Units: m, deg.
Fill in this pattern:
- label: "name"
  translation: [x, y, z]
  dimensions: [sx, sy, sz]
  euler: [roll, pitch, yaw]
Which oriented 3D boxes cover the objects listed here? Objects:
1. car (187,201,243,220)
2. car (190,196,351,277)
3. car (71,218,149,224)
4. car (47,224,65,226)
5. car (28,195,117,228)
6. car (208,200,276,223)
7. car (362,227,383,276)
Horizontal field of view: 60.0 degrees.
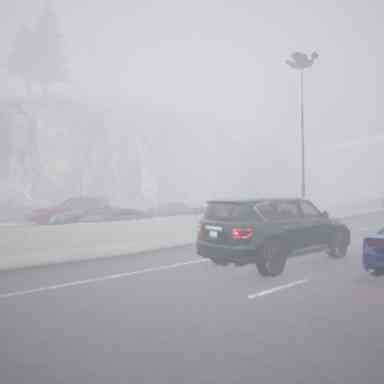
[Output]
- label: "car"
  translation: [1.972, 1.466, 28.062]
  dimensions: [4.718, 1.301, 1.895]
  euler: [-1, 0, -41]
- label: "car"
  translation: [2.665, 1.144, 10.269]
  dimensions: [5.566, 2.045, 2.150]
  euler: [-1, 0, -38]
- label: "car"
  translation: [-4.117, 1.564, 18.392]
  dimensions: [4.181, 1.385, 1.994]
  euler: [-1, 0, -38]
- label: "car"
  translation: [-6.310, 1.516, 21.119]
  dimensions: [4.902, 1.511, 2.128]
  euler: [-1, 0, -38]
- label: "car"
  translation: [-8.474, 1.274, 23.868]
  dimensions: [5.566, 2.045, 2.150]
  euler: [-1, 0, -38]
- label: "car"
  translation: [3.835, 1.394, 25.054]
  dimensions: [5.357, 1.411, 2.033]
  euler: [-1, 0, -40]
- label: "car"
  translation: [6.388, 1.346, 8.799]
  dimensions: [5.008, 1.535, 1.882]
  euler: [-1, 1, -39]
